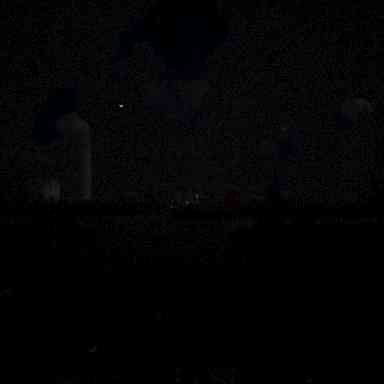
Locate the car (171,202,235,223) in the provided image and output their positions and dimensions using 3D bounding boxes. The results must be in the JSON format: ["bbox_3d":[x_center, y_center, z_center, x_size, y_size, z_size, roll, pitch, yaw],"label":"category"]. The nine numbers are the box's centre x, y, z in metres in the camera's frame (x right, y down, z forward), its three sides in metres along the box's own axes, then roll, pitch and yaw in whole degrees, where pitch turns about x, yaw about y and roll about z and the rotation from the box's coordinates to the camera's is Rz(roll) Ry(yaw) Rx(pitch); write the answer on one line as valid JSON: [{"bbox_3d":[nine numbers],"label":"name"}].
[{"bbox_3d":[0.873,1.631,25.307,4.718,1.301,1.895,0,1,0],"label":"car"}]

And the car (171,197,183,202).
[{"bbox_3d":[-2.789,1.686,62.127,1.882,1.535,5.008,0,0,0],"label":"car"}]
